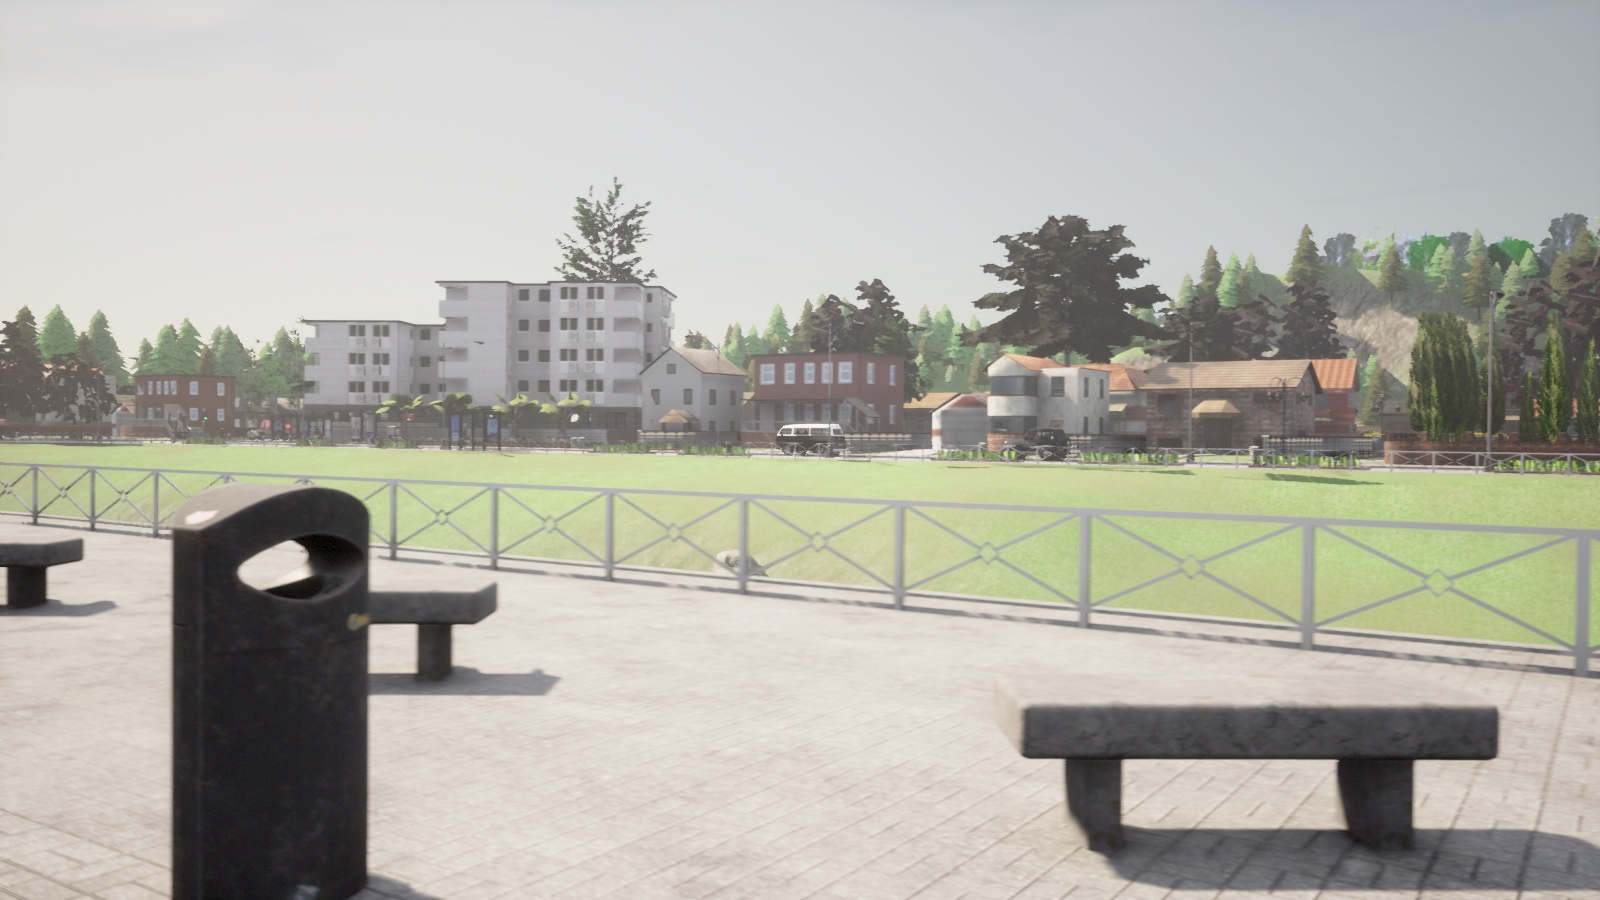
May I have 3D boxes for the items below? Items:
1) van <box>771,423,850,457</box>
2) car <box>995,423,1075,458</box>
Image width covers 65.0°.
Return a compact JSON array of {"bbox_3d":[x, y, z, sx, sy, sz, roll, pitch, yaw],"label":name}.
[{"bbox_3d":[0.621,-0.614,77.865,4.480,2.038,2.069,0,1,34],"label":"van"},{"bbox_3d":[13.023,-0.541,69.623,3.866,1.878,1.905,0,1,34],"label":"car"}]
